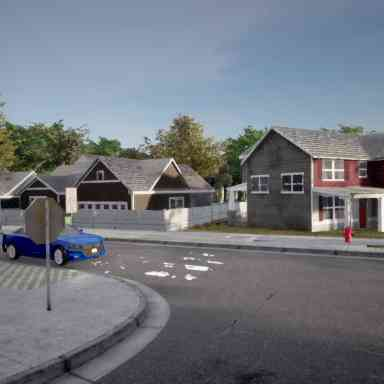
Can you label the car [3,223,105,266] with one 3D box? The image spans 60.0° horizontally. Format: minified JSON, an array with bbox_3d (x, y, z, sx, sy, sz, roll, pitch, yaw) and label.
[{"bbox_3d":[-5.843,2.018,13.947,5.008,1.535,1.882,-2,0,32],"label":"car"}]
